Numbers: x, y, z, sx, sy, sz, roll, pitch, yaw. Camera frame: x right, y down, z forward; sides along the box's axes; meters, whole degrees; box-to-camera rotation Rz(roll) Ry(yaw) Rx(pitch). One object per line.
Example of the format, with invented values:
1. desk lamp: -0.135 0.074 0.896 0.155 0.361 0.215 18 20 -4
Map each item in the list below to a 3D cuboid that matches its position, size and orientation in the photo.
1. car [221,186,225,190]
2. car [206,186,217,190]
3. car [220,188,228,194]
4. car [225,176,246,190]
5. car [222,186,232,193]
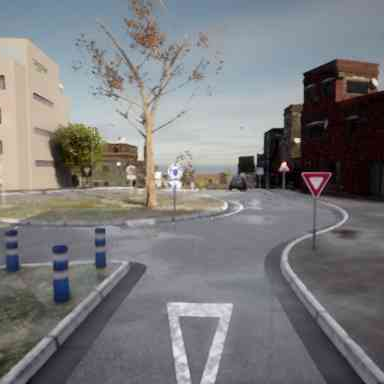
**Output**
1. car: 7.025 -0.606 61.988 2.128 1.511 4.902 0 -1 3
2. car: 4.112 -0.443 69.142 1.837 1.490 4.892 0 -1 3
3. car: 8.116 -0.287 84.863 1.882 1.535 5.008 0 -1 3
4. car: 6.336 -1.187 46.955 2.150 2.045 5.566 2 0 3
5. car: 7.438 -0.519 70.643 1.812 1.442 4.674 0 -1 3
